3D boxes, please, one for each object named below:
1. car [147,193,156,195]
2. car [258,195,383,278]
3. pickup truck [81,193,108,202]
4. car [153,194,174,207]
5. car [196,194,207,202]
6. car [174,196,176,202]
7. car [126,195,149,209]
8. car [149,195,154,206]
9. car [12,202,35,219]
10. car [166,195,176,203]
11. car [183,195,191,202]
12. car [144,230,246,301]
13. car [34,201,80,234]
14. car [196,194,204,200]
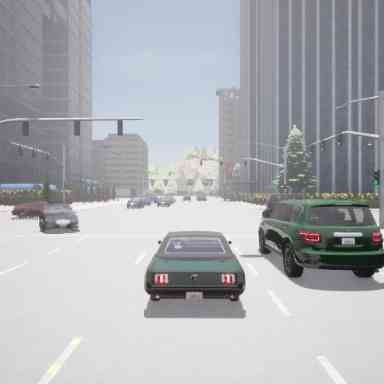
[{"bbox_3d":[-8.032,1.221,66.188,2.150,2.045,5.566,0,0,0],"label":"car"},{"bbox_3d":[3.576,1.221,10.299,2.150,2.045,5.566,0,0,0],"label":"car"},{"bbox_3d":[-21.238,1.059,73.302,2.390,2.098,6.274,0,0,30],"label":"pickup truck"},{"bbox_3d":[-4.386,1.491,52.220,2.128,1.511,4.902,0,0,-1],"label":"car"},{"bbox_3d":[2.304,1.348,78.733,2.097,1.767,4.553,0,0,-1],"label":"car"},{"bbox_3d":[-4.511,1.491,62.475,2.128,1.511,4.902,0,0,0],"label":"car"},{"bbox_3d":[-7.864,1.491,46.557,2.128,1.511,4.902,0,0,1],"label":"car"},{"bbox_3d":[-7.931,1.564,55.468,1.994,1.385,4.181,0,0,-1],"label":"car"},{"bbox_3d":[-12.662,1.525,28.144,4.674,1.442,1.812,0,0,0],"label":"car"},{"bbox_3d":[-4.607,1.478,72.784,1.882,1.535,5.008,0,0,-1],"label":"car"},{"bbox_3d":[-1.192,1.500,78.461,1.837,1.490,4.892,0,0,-1],"label":"car"},{"bbox_3d":[0.066,1.601,8.267,1.895,1.301,4.718,0,0,0],"label":"car"},{"bbox_3d":[-7.872,1.491,19.646,2.128,1.511,4.902,1,0,-27],"label":"car"},{"bbox_3d":[2.148,1.386,89.013,1.882,1.535,5.008,0,0,-1],"label":"car"}]
